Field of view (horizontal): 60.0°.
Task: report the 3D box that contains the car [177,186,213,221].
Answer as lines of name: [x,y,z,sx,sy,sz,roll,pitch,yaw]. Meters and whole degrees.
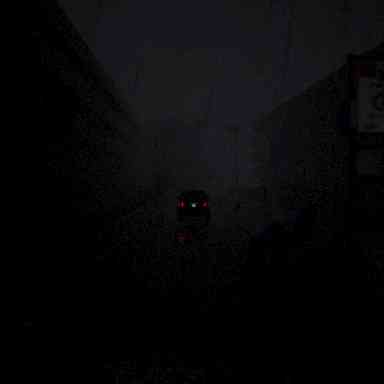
car: [0.106,0.851,23.536,2.150,2.045,5.566,0,2,0]

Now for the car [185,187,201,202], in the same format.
car: [0.113,0.255,42.769,1.882,1.535,5.008,0,3,0]
